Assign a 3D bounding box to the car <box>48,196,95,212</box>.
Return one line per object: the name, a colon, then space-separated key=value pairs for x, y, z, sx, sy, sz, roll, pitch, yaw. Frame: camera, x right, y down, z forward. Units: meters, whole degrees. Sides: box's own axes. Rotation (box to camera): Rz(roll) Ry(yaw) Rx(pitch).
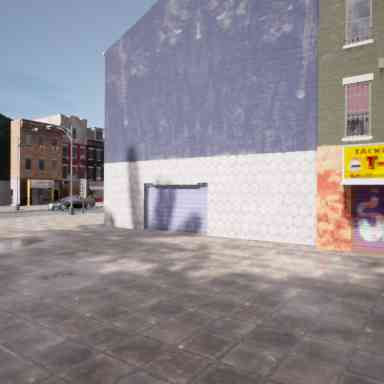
car: x=-12.378 y=1.180 z=34.458 sx=2.128 sy=1.511 sz=4.902 roll=1 pitch=1 yaw=36
